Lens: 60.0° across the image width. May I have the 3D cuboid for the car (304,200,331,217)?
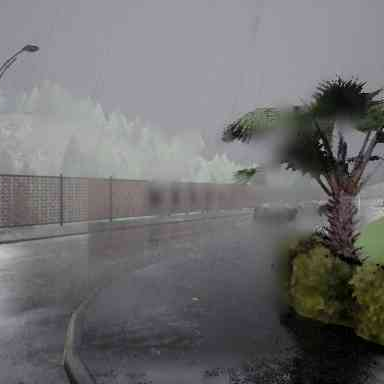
[{"bbox_3d":[11.938,1.491,31.903,2.128,1.511,4.902,0,0,35],"label":"car"}]

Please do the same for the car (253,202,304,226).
[{"bbox_3d":[6.142,1.477,23.835,1.882,1.535,5.008,0,0,36],"label":"car"}]
